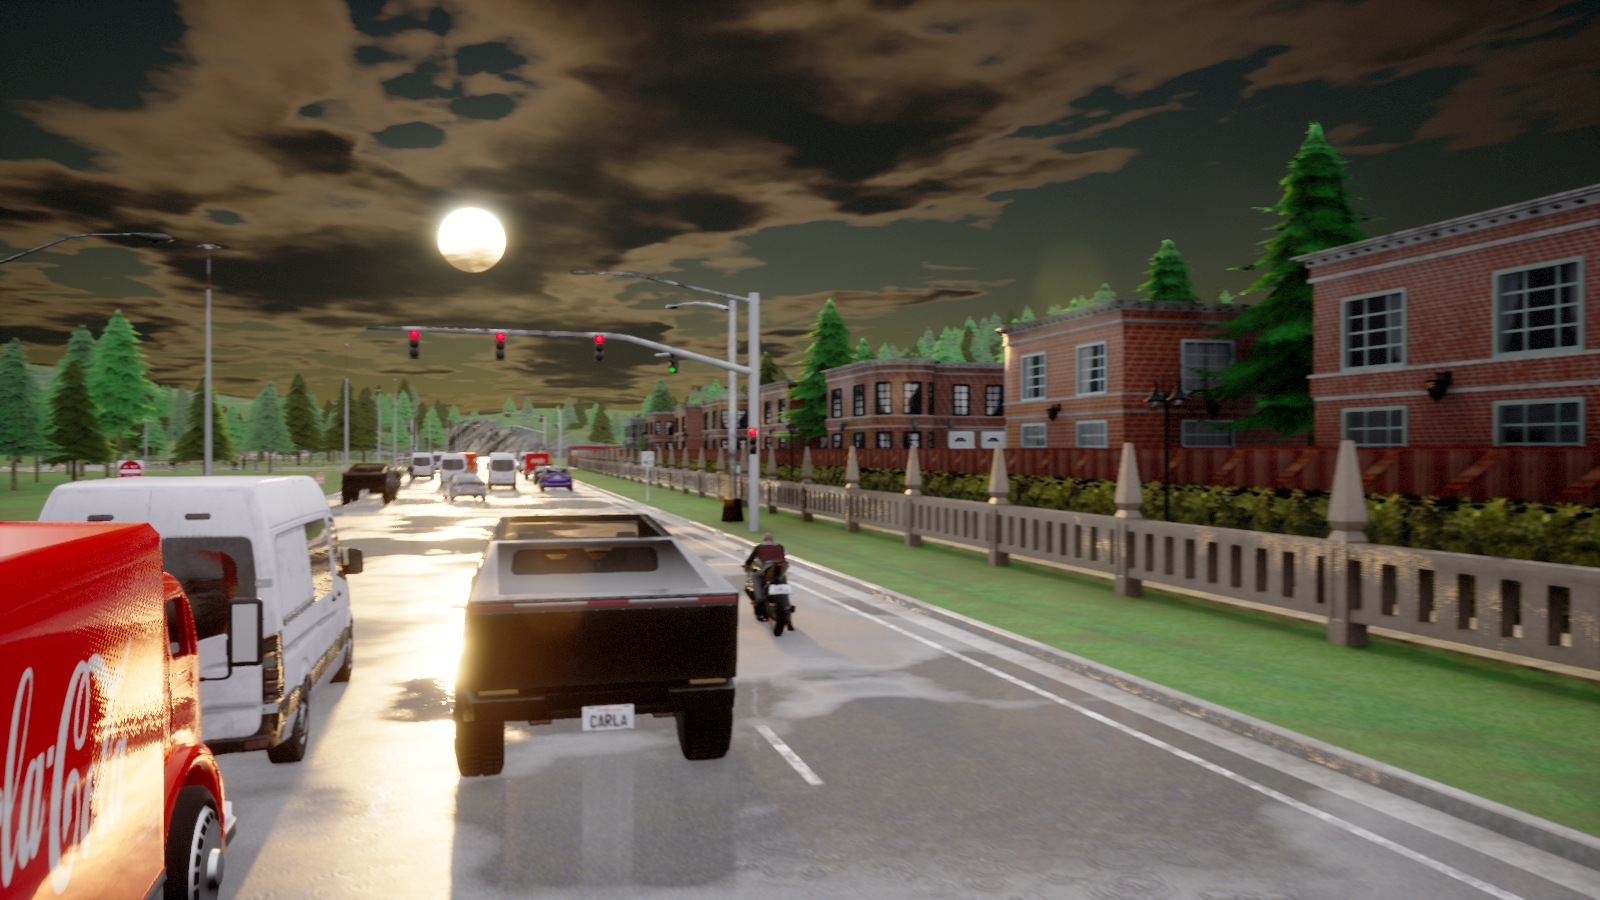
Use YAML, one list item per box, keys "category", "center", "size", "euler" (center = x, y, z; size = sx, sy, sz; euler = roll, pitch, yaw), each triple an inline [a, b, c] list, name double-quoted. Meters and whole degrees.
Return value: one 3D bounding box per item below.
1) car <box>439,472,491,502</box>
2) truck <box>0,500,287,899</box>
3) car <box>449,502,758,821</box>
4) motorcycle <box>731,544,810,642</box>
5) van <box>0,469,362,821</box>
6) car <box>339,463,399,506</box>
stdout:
- category: "car"
  center: [-18.784, 2.029, 63.871]
  size: [2.097, 1.535, 5.006]
  euler: [0, 0, -24]
- category: "truck"
  center: [-3.963, 1.570, 4.689]
  size: [2.627, 2.467, 5.204]
  euler: [0, 0, -15]
- category: "car"
  center: [-2.320, 1.751, 11.970]
  size: [2.390, 2.098, 6.274]
  euler: [0, 0, -15]
- category: "motorcycle"
  center: [-0.499, 2.199, 17.988]
  size: [0.867, 1.251, 2.209]
  euler: [0, 0, -11]
- category: "van"
  center: [-5.904, 1.535, 11.799]
  size: [1.988, 2.561, 5.915]
  euler: [0, 0, -15]
- category: "car"
  center: [-22.836, 1.752, 60.732]
  size: [2.390, 2.098, 6.274]
  euler: [0, 0, -15]
